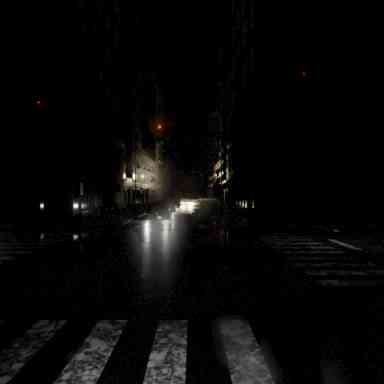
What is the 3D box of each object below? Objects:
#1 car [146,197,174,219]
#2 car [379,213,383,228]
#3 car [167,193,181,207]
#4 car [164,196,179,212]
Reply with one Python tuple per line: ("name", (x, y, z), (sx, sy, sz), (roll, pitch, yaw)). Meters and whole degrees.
("car", (-2.865, 1.496, 29.285), (1.837, 1.490, 4.892), (0, 0, 0))
("car", (12.338, 1.282, 16.892), (5.009, 1.841, 2.192), (0, 0, 0))
("car", (-2.874, 1.197, 49.552), (2.150, 2.045, 5.566), (0, 0, 0))
("car", (-2.864, 1.511, 39.152), (1.812, 1.442, 4.674), (0, 0, 0))
